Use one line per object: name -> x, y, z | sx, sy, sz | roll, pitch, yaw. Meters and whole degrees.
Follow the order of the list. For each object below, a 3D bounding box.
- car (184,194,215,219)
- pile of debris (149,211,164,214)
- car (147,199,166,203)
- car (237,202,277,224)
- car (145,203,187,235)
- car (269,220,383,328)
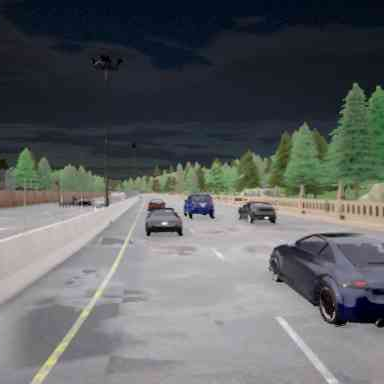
car -> 0.554, 1.221, 29.590 | 2.150, 2.045, 5.566 | 0, 0, -7
pile of debris -> -3.797, 2.192, 35.212 | 1.500, 0.140, 1.860 | 0, 0, -7
car -> -3.860, 1.494, 36.402 | 1.882, 1.535, 5.008 | 0, 0, -7
car -> 4.705, 1.488, 24.673 | 1.837, 1.490, 4.892 | 0, 0, -7
car -> -1.628, 1.571, 18.883 | 1.994, 1.385, 4.181 | 0, 0, -7
car -> 3.119, 1.552, 7.114 | 1.994, 1.385, 4.181 | 0, 0, -4
